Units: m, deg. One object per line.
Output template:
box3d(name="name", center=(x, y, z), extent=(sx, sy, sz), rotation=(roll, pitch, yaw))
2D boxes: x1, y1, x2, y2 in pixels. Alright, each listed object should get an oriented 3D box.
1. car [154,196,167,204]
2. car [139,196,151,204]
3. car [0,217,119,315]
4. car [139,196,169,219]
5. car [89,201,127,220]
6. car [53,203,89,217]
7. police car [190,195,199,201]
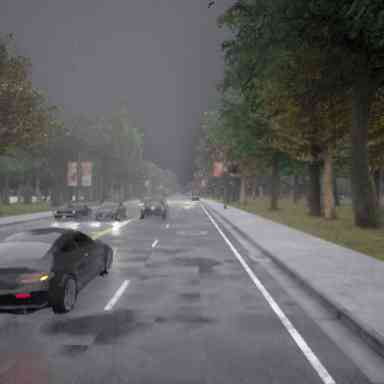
box3d(name="car", center=(-6.473, 1.669, 69.059), extent=(2.128, 1.511, 4.902), rotation=(0, 0, 0))
box3d(name="car", center=(-9.723, 1.644, 69.059), extent=(1.837, 1.490, 4.892), rotation=(0, 0, 0))
box3d(name="car", center=(-3.153, 1.527, 7.466), extent=(1.812, 1.442, 4.674), rotation=(0, 0, 0))
box3d(name="car", center=(-3.142, 1.373, 29.033), extent=(2.097, 1.767, 4.553), rotation=(0, 0, 0))
box3d(name="car", center=(-6.588, 1.523, 27.305), extent=(1.837, 1.490, 4.892), rotation=(0, 0, 0))
box3d(name="car", center=(-9.838, 1.620, 27.808), extent=(1.895, 1.301, 4.718), rotation=(0, 0, 0))
box3d(name="police car", center=(0.980, 1.691, 89.294), extent=(1.930, 1.638, 5.238), rotation=(0, 0, 0))
